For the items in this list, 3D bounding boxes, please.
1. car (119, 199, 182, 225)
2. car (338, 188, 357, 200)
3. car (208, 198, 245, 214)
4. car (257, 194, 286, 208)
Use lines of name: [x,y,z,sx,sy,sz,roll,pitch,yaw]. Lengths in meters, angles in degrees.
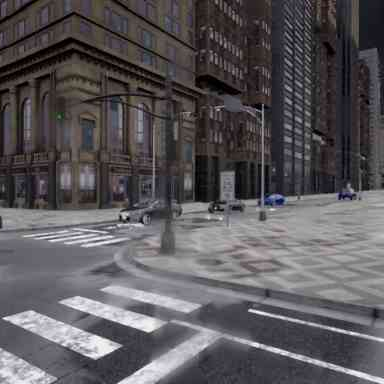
car: [-2.629,1.237,21.901,2.128,1.511,4.902,0,1,36]
car: [27.031,0.362,57.855,2.150,2.045,5.566,0,1,36]
car: [3.174,1.176,30.021,1.994,1.385,4.181,0,1,35]
car: [9.246,0.951,38.487,1.882,1.535,5.008,0,1,36]
